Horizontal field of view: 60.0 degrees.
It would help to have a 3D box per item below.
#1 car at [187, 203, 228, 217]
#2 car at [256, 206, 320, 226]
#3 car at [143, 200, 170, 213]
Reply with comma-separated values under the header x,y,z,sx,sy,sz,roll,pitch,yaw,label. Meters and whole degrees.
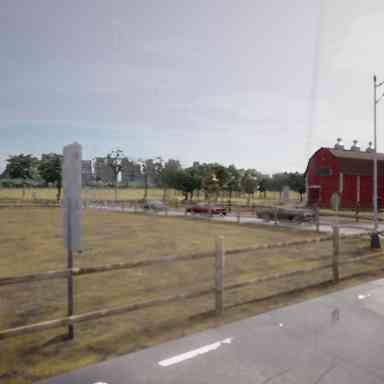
x,y,z,sx,sy,sz,roll,pitch,yaw,label
1.535,1.808,33.713,1.895,1.301,4.718,-1,0,-35,car
7.312,1.780,25.584,1.895,1.301,4.718,-1,0,-36,car
-4.560,1.799,42.339,1.812,1.442,4.674,-1,0,-35,car
